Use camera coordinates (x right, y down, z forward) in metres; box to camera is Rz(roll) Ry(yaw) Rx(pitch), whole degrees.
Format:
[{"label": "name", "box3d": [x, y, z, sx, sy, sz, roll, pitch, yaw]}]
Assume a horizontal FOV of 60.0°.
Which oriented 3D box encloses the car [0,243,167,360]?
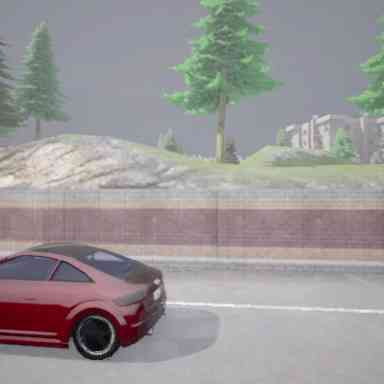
[{"label": "car", "box3d": [-2.527, 1.590, 5.577, 4.181, 1.385, 1.994, 0, 0, 9]}]
